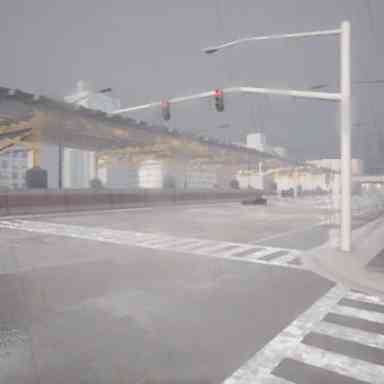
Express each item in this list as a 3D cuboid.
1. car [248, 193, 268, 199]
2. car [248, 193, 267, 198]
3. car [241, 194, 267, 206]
[{"bbox_3d":[17.432,1.063,88.179,4.974,1.542,2.038,0,0,-25],"label":"car"},{"bbox_3d":[17.384,0.906,88.157,4.536,1.218,1.853,0,0,-25],"label":"car"},{"bbox_3d":[9.288,1.330,49.562,2.033,1.411,5.357,0,0,37],"label":"car"}]
